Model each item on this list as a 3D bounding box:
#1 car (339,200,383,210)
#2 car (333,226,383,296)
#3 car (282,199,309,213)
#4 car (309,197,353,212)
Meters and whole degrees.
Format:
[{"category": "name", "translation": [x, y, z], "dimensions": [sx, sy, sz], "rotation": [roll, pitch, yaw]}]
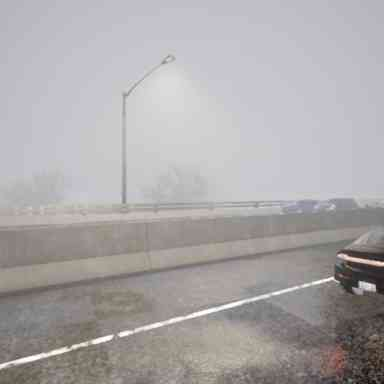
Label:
[{"category": "car", "translation": [14.242, 1.558, 26.761], "dimensions": [4.718, 1.301, 1.895], "rotation": [0, 0, -35]}, {"category": "car", "translation": [5.120, 1.474, 7.358], "dimensions": [4.902, 1.511, 2.128], "rotation": [0, 0, -35]}, {"category": "car", "translation": [11.072, 1.433, 33.072], "dimensions": [5.008, 1.535, 1.882], "rotation": [0, 0, -34]}, {"category": "car", "translation": [13.157, 1.307, 30.256], "dimensions": [4.553, 1.767, 2.097], "rotation": [0, 0, -34]}]
